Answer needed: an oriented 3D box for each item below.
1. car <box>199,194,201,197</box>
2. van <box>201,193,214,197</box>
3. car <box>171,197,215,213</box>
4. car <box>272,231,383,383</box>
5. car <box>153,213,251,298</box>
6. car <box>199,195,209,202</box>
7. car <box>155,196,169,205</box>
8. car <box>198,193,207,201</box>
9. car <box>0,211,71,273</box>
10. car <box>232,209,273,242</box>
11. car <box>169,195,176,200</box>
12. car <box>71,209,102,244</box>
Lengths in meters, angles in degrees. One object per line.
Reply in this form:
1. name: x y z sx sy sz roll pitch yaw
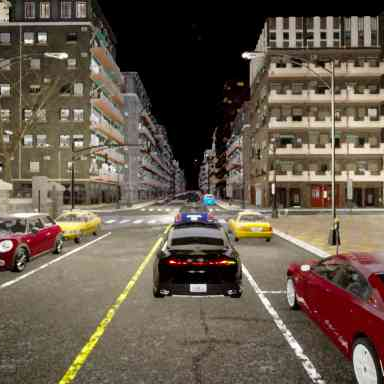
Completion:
1. car: 2.761 1.519 59.772 1.887 1.381 4.507 1 0 0
2. van: 2.758 1.321 54.100 1.690 1.788 3.998 1 0 0
3. car: 0.139 1.354 18.757 2.097 1.767 4.553 0 0 1
4. car: 2.704 1.546 4.874 1.887 1.381 4.507 1 0 0
5. car: 0.111 1.506 8.497 1.837 1.490 4.892 0 0 0
6. car: 2.779 1.503 76.784 2.008 1.369 4.403 1 0 0
7. car: -5.620 1.556 59.837 1.802 1.307 4.206 1 0 0
8. car: 2.794 1.249 88.126 2.192 1.841 5.009 1 0 0
9. car: -5.669 1.442 10.519 1.967 1.590 4.097 1 0 0
10. car: 2.716 1.527 16.277 1.752 1.417 4.829 1 0 0
11. car: -5.590 1.516 88.192 1.802 1.307 4.206 1 0 0
12. car: -5.664 1.527 15.963 1.752 1.417 4.829 1 0 0
